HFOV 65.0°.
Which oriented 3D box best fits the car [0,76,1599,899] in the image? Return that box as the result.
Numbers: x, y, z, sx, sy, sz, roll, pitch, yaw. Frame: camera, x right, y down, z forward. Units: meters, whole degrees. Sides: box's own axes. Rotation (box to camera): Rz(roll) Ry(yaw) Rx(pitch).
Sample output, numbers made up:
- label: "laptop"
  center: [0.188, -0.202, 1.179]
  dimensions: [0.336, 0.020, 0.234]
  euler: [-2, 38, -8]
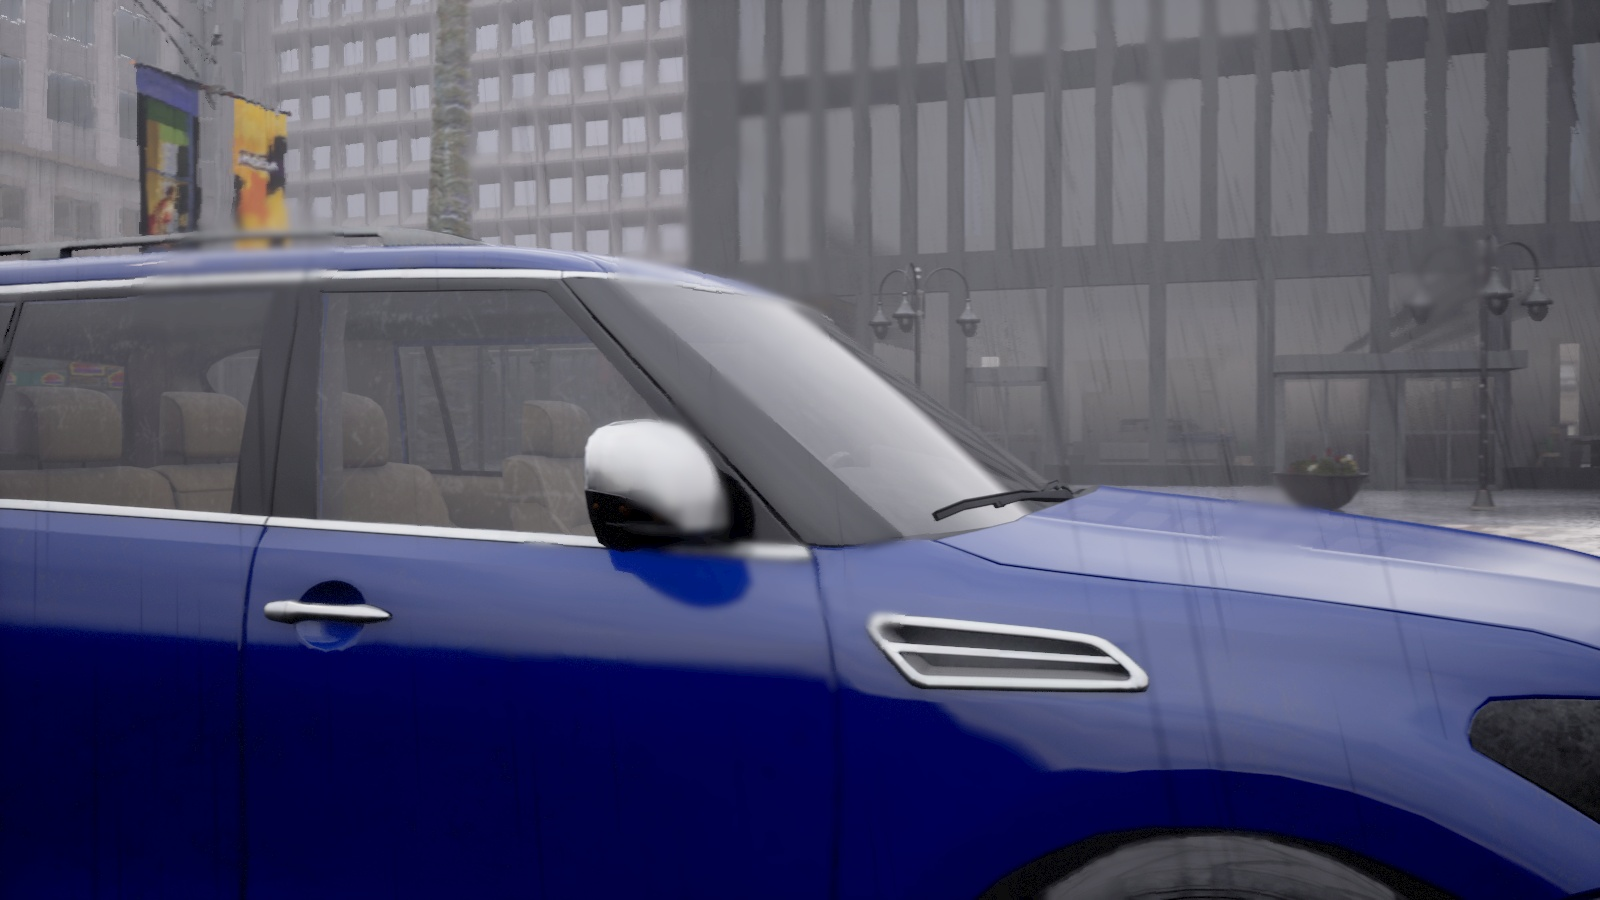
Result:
- label: "car"
  center: [-0.699, 0.488, 3.424]
  dimensions: [5.566, 2.045, 2.150]
  euler: [1, 1, 19]

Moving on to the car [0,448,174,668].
- label: "car"
  center: [-7.632, 0.694, 9.454]
  dimensions: [5.357, 1.411, 2.033]
  euler: [1, 1, 19]
